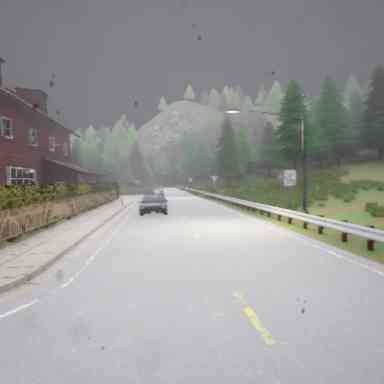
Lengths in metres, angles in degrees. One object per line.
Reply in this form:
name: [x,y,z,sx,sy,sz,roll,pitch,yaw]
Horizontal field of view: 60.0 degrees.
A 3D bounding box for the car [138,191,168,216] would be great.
car: [-2.697,0.811,23.345,2.033,1.411,5.357,-2,2,-6]
